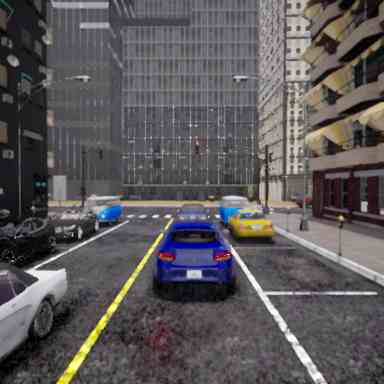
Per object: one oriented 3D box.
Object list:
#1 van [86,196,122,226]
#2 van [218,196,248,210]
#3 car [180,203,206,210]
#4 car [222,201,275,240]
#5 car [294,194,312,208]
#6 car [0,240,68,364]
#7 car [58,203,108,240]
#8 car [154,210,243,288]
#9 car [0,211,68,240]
[{"bbox_3d":[-5.702,1.175,21.451,1.690,1.788,3.998,-1,0,0],"label":"van"},{"bbox_3d":[2.678,1.175,21.422,1.690,1.788,3.998,-1,0,0],"label":"van"},{"bbox_3d":[0.062,1.393,19.969,2.033,1.411,5.357,0,0,1],"label":"car"},{"bbox_3d":[2.681,1.401,15.992,1.752,1.417,4.829,-1,0,0],"label":"car"},{"bbox_3d":[15.240,1.031,40.751,5.009,1.841,2.192,0,1,0],"label":"car"},{"bbox_3d":[-3.099,1.572,3.602,1.895,1.301,4.718,0,0,0],"label":"car"},{"bbox_3d":[-5.699,1.428,15.851,2.008,1.369,4.403,-1,0,0],"label":"car"},{"bbox_3d":[0.062,1.455,8.941,1.812,1.442,4.674,0,1,0],"label":"car"},{"bbox_3d":[-5.699,1.486,10.249,1.947,1.339,4.313,-1,0,0],"label":"car"}]
